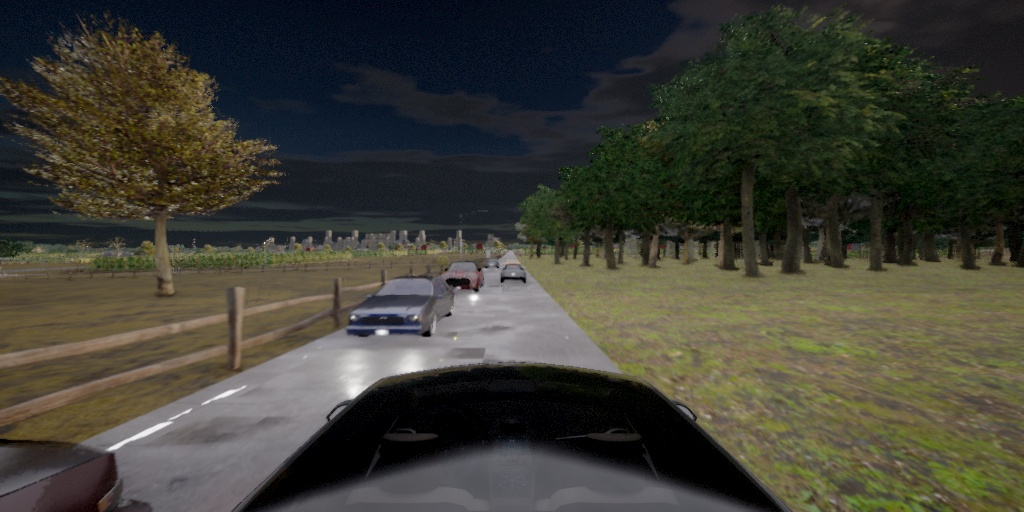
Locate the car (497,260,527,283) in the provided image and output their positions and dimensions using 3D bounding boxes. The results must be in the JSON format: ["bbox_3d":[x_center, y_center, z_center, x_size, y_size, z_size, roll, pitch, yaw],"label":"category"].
[{"bbox_3d":[0.101,1.281,27.826,1.994,1.385,4.181,0,0,0],"label":"car"}]

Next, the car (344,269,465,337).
[{"bbox_3d":[-2.843,1.290,10.507,2.033,1.411,5.357,0,0,0],"label":"car"}]

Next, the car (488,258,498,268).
[{"bbox_3d":[-2.806,1.105,52.109,2.128,1.511,4.902,0,0,1],"label":"car"}]

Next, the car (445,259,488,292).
[{"bbox_3d":[-2.801,1.082,21.084,2.097,1.767,4.553,0,0,0],"label":"car"}]
